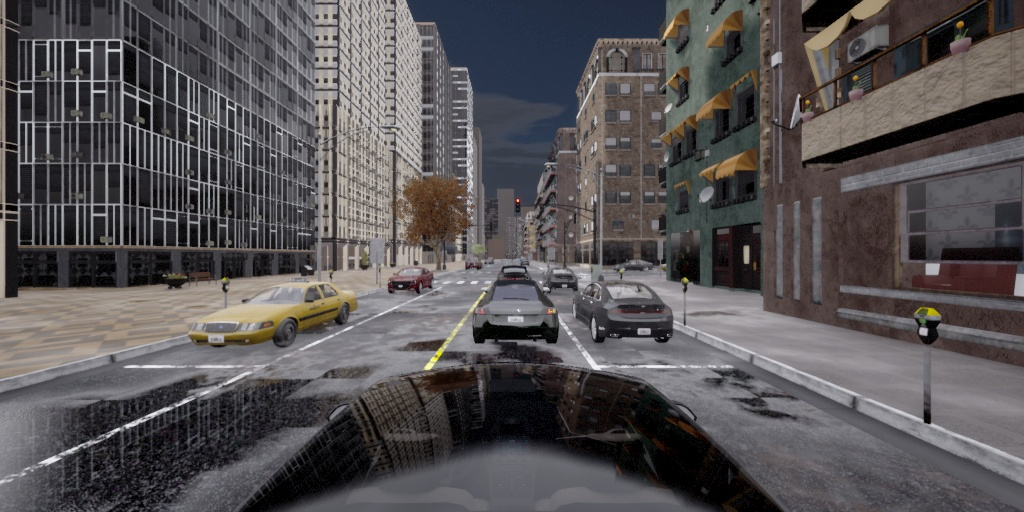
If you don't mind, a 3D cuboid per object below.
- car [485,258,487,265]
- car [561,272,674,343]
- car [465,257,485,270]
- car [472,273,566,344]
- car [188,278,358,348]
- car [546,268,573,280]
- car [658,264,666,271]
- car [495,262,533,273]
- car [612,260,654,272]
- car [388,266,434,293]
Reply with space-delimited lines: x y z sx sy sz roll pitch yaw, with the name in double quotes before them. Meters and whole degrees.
"car" -5.684 1.353 58.451 1.948 1.339 4.313 0 0 0
"car" 2.690 1.301 9.473 2.007 1.370 4.403 0 0 0
"car" -5.685 1.095 52.928 2.192 1.841 5.009 0 0 0
"car" 0.088 1.314 9.621 1.994 1.385 4.181 0 0 0
"car" -5.690 1.276 9.305 1.751 1.417 4.829 0 0 0
"car" 2.691 1.304 20.539 2.007 1.370 4.403 0 0 0
"car" 18.837 1.004 40.008 4.829 1.417 1.751 0 0 -1
"car" 0.107 1.258 19.670 1.837 1.490 4.892 0 0 -1
"car" 13.440 1.106 39.954 4.403 1.370 2.007 0 0 -1
"car" -5.689 1.298 20.540 1.888 1.381 4.507 0 0 0
